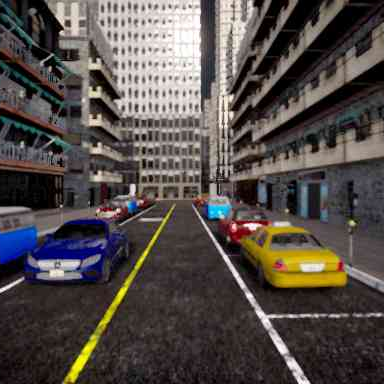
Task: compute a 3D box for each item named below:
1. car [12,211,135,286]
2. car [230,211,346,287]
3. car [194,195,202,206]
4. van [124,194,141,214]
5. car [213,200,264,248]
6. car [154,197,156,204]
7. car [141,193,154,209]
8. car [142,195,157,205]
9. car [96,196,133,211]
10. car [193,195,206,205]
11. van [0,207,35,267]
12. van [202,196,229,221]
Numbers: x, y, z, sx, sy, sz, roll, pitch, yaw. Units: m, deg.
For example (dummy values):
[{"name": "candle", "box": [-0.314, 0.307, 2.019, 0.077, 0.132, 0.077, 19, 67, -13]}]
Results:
[{"name": "car", "box": [-2.972, 1.487, 9.501, 1.812, 1.442, 4.674, 0, 0, -1]}, {"name": "car", "box": [2.348, 1.468, 8.977, 1.752, 1.417, 4.829, -1, 0, -2]}, {"name": "car", "box": [1.324, 1.283, 47.636, 1.887, 1.381, 4.507, -1, 0, -2]}, {"name": "van", "box": [-6.115, 1.202, 30.766, 1.690, 1.788, 3.998, -1, 0, -2]}, {"name": "car", "box": [2.204, 1.355, 14.354, 1.967, 1.590, 4.097, -1, 0, -2]}, {"name": "car", "box": [-6.552, 1.337, 47.409, 1.947, 1.339, 4.313, -1, 0, -2]}, {"name": "car", "box": [-6.409, 1.116, 41.860, 2.192, 1.841, 5.009, -1, 0, -2]}, {"name": "car", "box": [-6.700, 1.286, 52.956, 1.887, 1.381, 4.507, -1, 0, -2]}, {"name": "car", "box": [-5.966, 1.330, 25.220, 1.967, 1.590, 4.097, -1, 0, -2]}, {"name": "car", "box": [1.172, 1.233, 53.354, 1.752, 1.417, 4.829, -1, 0, -2]}, {"name": "van", "box": [-5.527, 1.318, 8.578, 1.690, 1.788, 3.998, -1, 0, -2]}, {"name": "van", "box": [1.909, 1.198, 25.447, 1.690, 1.788, 3.998, -1, 0, -2]}]
